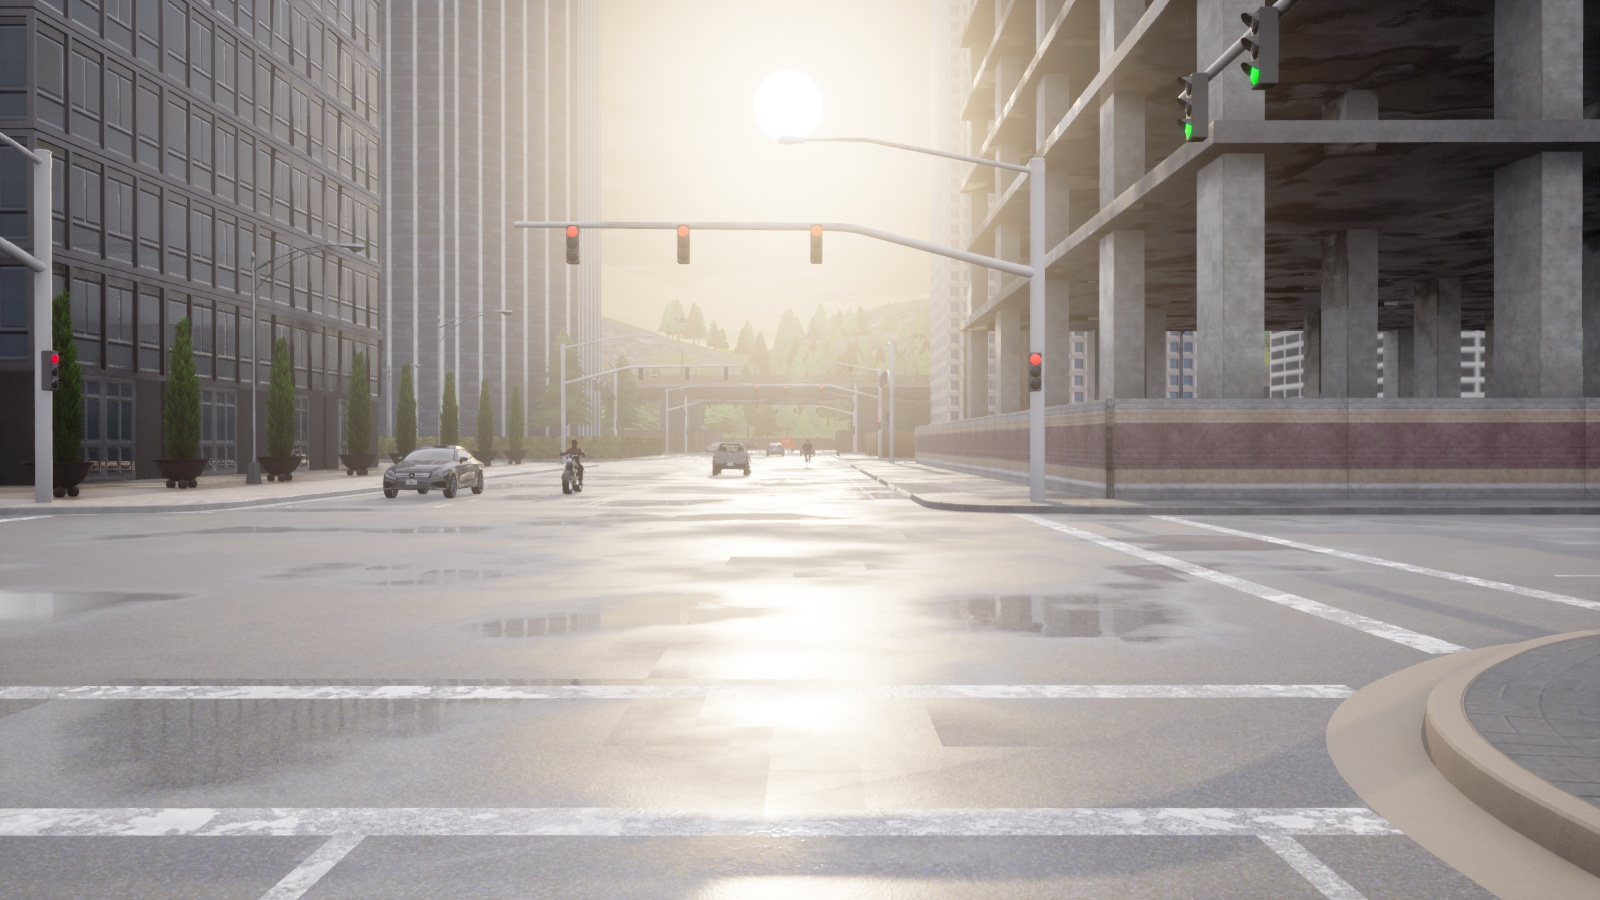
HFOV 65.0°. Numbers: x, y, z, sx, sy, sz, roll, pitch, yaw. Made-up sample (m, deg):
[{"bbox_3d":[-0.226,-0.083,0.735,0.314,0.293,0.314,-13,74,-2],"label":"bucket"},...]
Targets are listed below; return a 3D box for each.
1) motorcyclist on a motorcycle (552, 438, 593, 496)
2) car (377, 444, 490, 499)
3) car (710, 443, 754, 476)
[{"bbox_3d":[-6.765,0.480,37.403,0.766,1.649,2.350,0,0,0],"label":"motorcyclist on a motorcycle"},{"bbox_3d":[-10.276,0.563,35.566,1.812,1.442,4.674,0,0,0],"label":"car"},{"bbox_3d":[-3.140,0.427,58.540,1.845,1.501,3.633,0,0,0],"label":"car"}]
